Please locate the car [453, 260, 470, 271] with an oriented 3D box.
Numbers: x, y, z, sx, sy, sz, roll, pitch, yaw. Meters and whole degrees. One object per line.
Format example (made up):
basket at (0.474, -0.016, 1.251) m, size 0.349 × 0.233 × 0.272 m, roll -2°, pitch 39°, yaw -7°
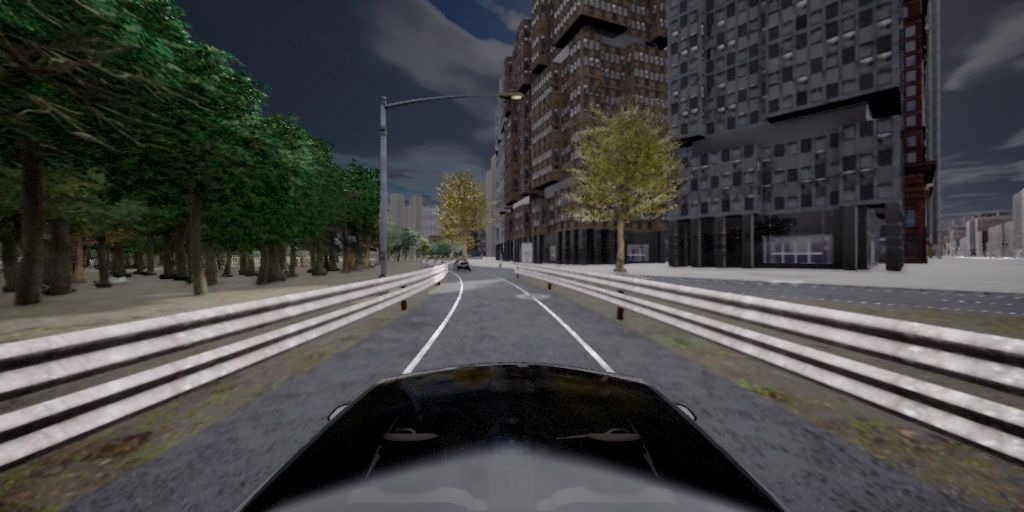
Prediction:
car at (-6.854, 1.241, 48.469) m, size 1.837 × 1.490 × 4.892 m, roll 0°, pitch 1°, yaw -17°
